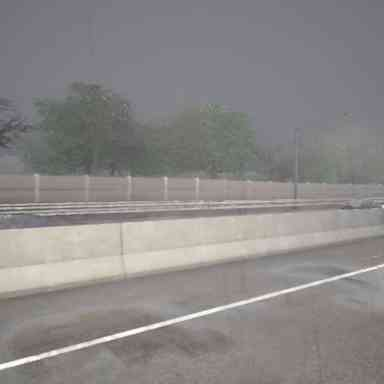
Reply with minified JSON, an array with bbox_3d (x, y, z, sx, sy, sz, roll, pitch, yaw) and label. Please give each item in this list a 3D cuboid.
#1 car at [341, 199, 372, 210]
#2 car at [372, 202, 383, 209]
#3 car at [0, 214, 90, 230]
[{"bbox_3d":[19.966,1.563,39.515,5.357,1.411,2.033,0,0,-35],"label":"car"},{"bbox_3d":[22.684,1.508,37.139,4.902,1.511,2.128,0,0,-35],"label":"car"},{"bbox_3d":[-6.444,1.548,12.288,5.357,1.411,2.033,0,0,-35],"label":"car"}]
